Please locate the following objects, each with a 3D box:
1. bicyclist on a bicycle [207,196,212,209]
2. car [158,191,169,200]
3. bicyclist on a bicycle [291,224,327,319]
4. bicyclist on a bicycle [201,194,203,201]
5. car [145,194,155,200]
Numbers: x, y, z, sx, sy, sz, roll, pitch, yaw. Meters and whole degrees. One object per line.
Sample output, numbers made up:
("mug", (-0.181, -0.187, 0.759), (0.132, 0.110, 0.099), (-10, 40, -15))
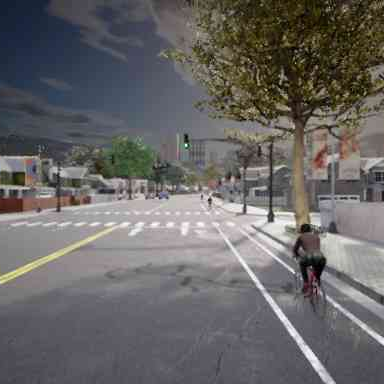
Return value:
("bicyclist on a bicycle", (2.256, 1.374, 42.048), (0.659, 1.776, 1.843), (0, 0, 0))
("car", (-6.492, 0.813, 77.130), (2.150, 2.045, 5.566), (0, 0, 0))
("bicyclist on a bicycle", (2.251, 1.456, 6.422), (0.582, 1.620, 1.656), (0, 0, 0))
("bicyclist on a bicycle", (2.257, 1.344, 75.994), (0.659, 1.776, 1.843), (0, 0, 0))
("car", (-9.742, 1.112, 77.160), (1.812, 1.442, 4.674), (0, 0, 0))
